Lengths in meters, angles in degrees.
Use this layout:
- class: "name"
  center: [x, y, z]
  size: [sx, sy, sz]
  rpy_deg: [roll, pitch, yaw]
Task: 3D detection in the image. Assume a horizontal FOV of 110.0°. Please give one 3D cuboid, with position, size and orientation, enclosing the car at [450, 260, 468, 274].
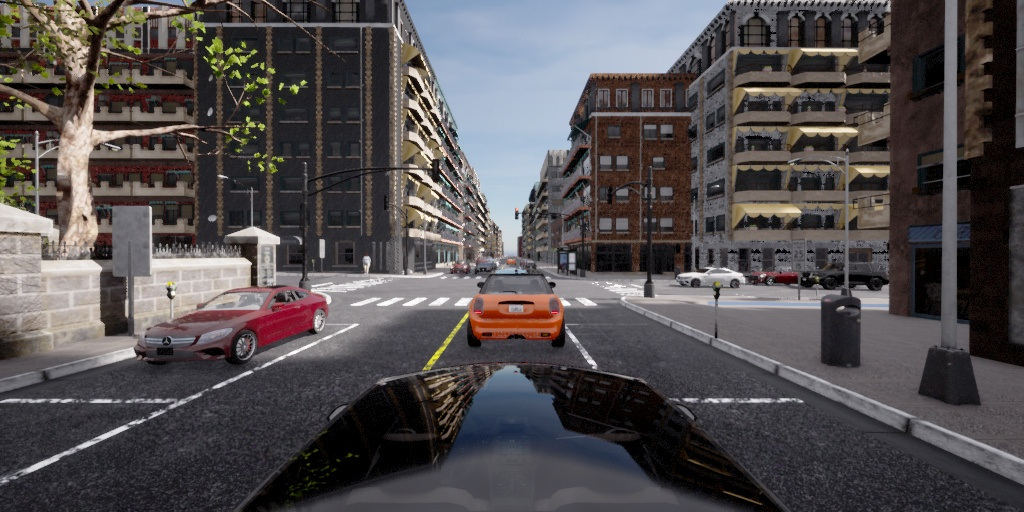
- class: "car"
  center: [-5.741, 1.186, 40.391]
  size: [1.967, 1.591, 4.097]
  rpy_deg: [0, 0, 0]

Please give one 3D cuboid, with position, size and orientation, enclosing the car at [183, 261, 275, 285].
- class: "car"
  center: [-17.676, 1.034, 22.575]
  size: [4.181, 1.385, 1.994]
  rpy_deg: [1, 0, -1]

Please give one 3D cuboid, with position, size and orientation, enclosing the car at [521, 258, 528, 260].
- class: "car"
  center: [2.624, 1.297, 51.674]
  size: [2.007, 1.370, 4.403]
  rpy_deg: [0, 0, 0]

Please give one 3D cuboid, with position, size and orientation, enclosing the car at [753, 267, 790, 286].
- class: "car"
  center: [21.344, 1.570, 28.864]
  size: [4.097, 1.591, 1.967]
  rpy_deg: [0, 0, -1]

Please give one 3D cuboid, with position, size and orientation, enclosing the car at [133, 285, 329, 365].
- class: "car"
  center: [-5.697, 1.331, 7.980]
  size: [1.802, 1.307, 4.207]
  rpy_deg: [0, 0, 0]

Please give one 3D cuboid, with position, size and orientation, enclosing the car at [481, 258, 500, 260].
- class: "car"
  center: [-3.152, 1.311, 49.962]
  size: [1.994, 1.385, 4.181]
  rpy_deg: [0, 0, 0]

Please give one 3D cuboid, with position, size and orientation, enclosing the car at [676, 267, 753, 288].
- class: "car"
  center: [14.483, 1.548, 26.211]
  size: [4.674, 1.442, 1.812]
  rpy_deg: [1, 0, -2]

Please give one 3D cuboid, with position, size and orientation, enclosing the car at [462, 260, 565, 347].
- class: "car"
  center: [0.117, 1.101, 9.490]
  size: [2.097, 1.767, 4.553]
  rpy_deg: [0, 0, 1]

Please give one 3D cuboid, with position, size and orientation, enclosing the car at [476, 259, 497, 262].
- class: "car"
  center: [-3.144, 1.311, 40.988]
  size: [1.994, 1.385, 4.181]
  rpy_deg: [0, 0, 0]

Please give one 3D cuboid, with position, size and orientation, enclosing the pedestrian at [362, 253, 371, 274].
- class: "pedestrian"
  center: [-12.752, 0.651, 31.374]
  size: [0.375, 1.860, 0.375]
  rpy_deg: [0, -1, -1]

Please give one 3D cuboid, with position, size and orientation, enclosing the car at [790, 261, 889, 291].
- class: "car"
  center: [24.226, 1.417, 26.338]
  size: [5.566, 2.045, 2.150]
  rpy_deg: [1, 0, -1]
